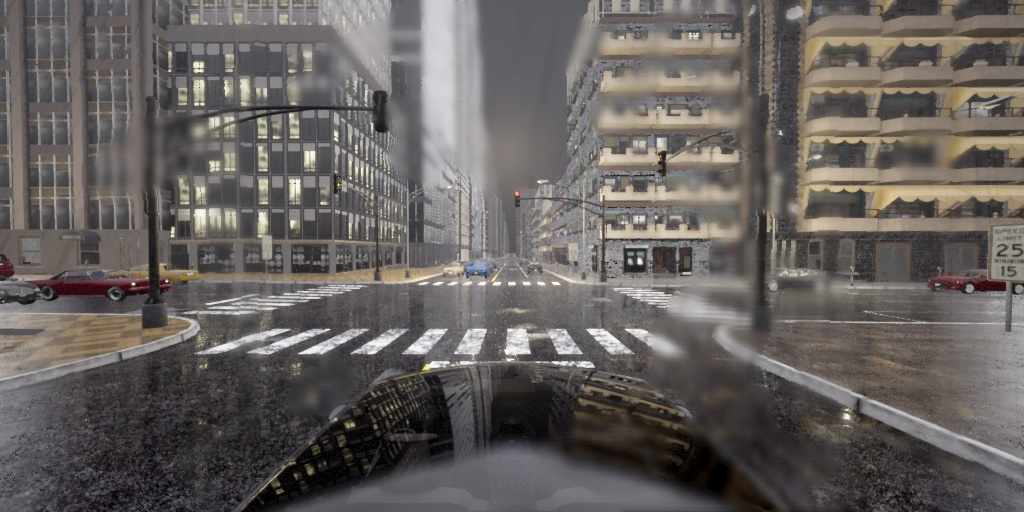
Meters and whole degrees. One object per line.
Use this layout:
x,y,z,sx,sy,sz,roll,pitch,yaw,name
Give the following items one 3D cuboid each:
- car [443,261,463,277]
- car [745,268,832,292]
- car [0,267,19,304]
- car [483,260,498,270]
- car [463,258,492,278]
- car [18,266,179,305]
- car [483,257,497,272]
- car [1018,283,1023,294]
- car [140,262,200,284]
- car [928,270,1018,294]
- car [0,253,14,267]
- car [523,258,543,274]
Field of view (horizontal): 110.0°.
-5.759,1.265,35.821,1.751,1.417,4.829,0,0,0,car
16.270,1.376,21.218,4.403,1.370,2.007,0,0,1,car
-20.310,1.204,13.310,4.403,1.370,2.007,0,0,1,car
-3.192,1.337,53.608,1.895,1.301,4.718,0,0,0,car
-3.155,1.218,33.627,1.882,1.535,5.008,0,0,-1,car
-18.052,1.231,15.833,4.718,1.301,1.895,0,1,1,car
-3.174,1.230,43.318,2.128,1.511,4.902,0,0,0,car
21.694,1.576,12.773,4.313,1.339,1.948,0,0,1,car
-21.707,1.029,21.641,4.829,1.417,1.751,0,0,1,car
27.336,1.462,21.085,4.507,1.381,1.888,0,0,1,car
-33.654,0.712,21.822,5.009,1.841,2.192,0,0,1,car
2.610,1.289,41.662,2.007,1.370,4.403,0,0,0,car
